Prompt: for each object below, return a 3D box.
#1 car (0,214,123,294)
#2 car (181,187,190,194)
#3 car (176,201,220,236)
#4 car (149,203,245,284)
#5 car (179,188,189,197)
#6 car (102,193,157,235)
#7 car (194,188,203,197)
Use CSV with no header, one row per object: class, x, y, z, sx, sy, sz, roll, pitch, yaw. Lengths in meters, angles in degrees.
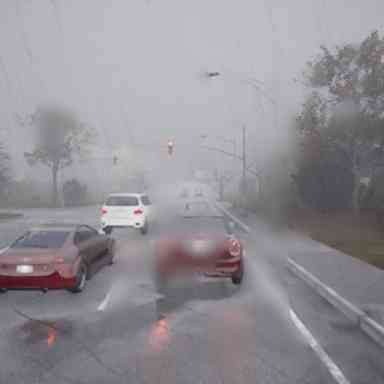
car,-3.318,1.492,8.651,1.994,1.385,4.181,0,0,1
car,-1.739,-0.357,87.079,2.033,1.411,5.357,0,3,1
car,0.329,1.339,18.512,2.128,1.511,4.902,0,0,1
car,0.194,1.273,9.535,2.097,1.767,4.553,0,0,1
car,-1.966,0.413,77.086,1.994,1.385,4.181,0,3,1
car,-3.208,1.072,18.078,2.150,2.045,5.566,0,0,3
car,1.533,0.386,77.005,1.812,1.442,4.674,0,3,1
